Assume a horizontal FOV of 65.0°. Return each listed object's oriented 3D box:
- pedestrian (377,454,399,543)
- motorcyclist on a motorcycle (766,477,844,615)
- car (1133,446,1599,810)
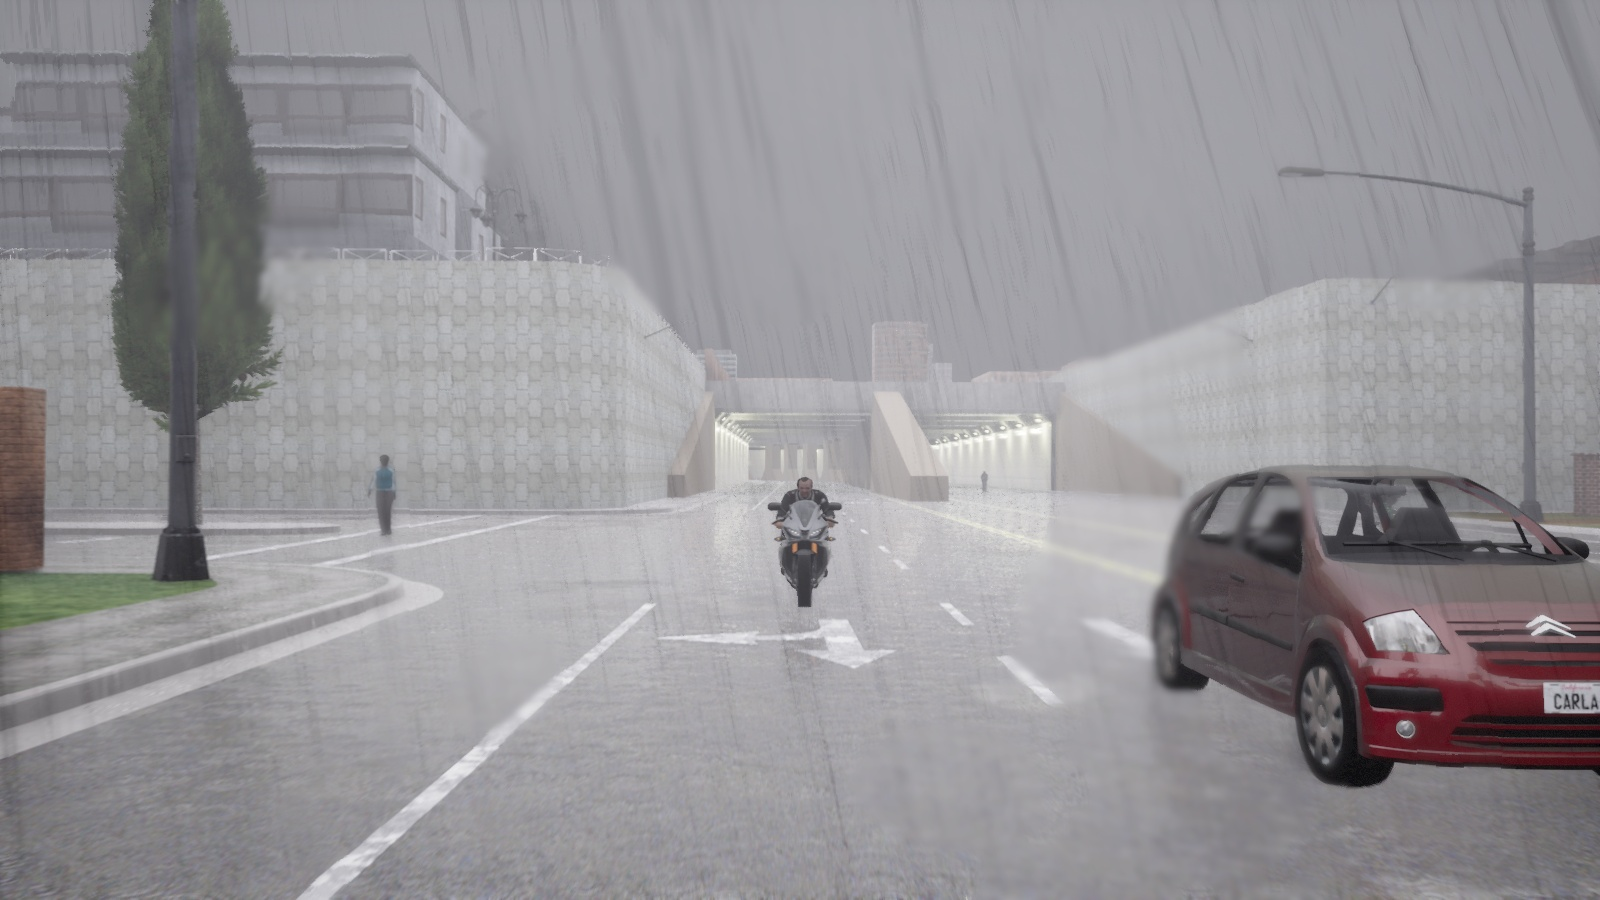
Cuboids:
[{"bbox_3d":[-9.123,1.062,27.813,0.396,1.930,0.692,0,-1,-12],"label":"pedestrian"},{"bbox_3d":[0.066,1.104,15.224,0.866,1.530,2.191,0,-1,0],"label":"motorcyclist on a motorcycle"},{"bbox_3d":[3.480,0.827,7.614,1.851,1.617,3.988,0,-1,0],"label":"car"}]
